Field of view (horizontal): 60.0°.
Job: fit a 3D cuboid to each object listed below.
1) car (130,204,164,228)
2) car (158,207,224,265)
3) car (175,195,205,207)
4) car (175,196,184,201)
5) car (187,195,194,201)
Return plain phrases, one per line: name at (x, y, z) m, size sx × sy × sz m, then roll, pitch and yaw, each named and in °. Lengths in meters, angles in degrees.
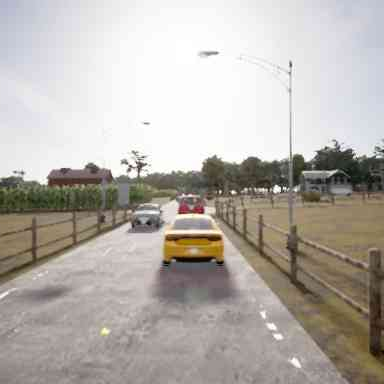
car at (-2.963, 1.576, 22.808) m, size 2.128 × 1.511 × 4.902 m, roll 0°, pitch 0°, yaw 0°
car at (0.030, 1.525, 11.874) m, size 1.882 × 1.535 × 5.008 m, roll 0°, pitch 0°, yaw 0°
car at (-0.081, 1.316, 27.737) m, size 2.150 × 2.045 × 5.566 m, roll 0°, pitch 0°, yaw -1°
car at (-3.268, 1.732, 87.257) m, size 1.994 × 1.385 × 4.181 m, roll 0°, pitch 0°, yaw 0°
car at (-0.528, 1.653, 89.124) m, size 1.837 × 1.490 × 4.892 m, roll 0°, pitch 0°, yaw 0°
